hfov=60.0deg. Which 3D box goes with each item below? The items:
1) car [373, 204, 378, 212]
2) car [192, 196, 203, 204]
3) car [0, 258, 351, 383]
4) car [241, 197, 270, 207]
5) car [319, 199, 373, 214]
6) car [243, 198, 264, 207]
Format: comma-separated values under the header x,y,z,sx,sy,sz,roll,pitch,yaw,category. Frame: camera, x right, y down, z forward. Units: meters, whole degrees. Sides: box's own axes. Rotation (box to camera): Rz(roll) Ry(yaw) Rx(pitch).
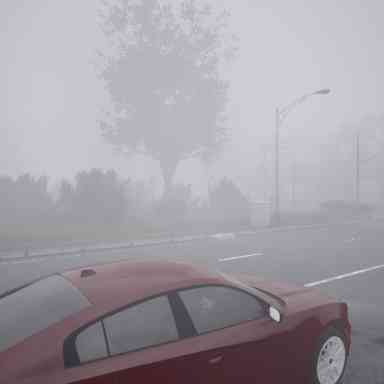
x,y,z,sx,sy,sz,roll,pitch,yaw,category
18.443,1.526,37.663,1.812,1.442,4.674,0,0,-32,car
1.450,1.482,64.020,1.994,1.385,4.181,0,0,-34,car
-0.284,1.478,3.542,5.008,1.535,1.882,0,0,-35,car
9.784,1.549,51.337,1.994,1.385,4.181,0,0,-33,car
15.789,1.478,34.976,1.882,1.535,5.008,0,0,-29,car
8.124,1.516,47.438,1.812,1.442,4.674,0,0,-32,car
